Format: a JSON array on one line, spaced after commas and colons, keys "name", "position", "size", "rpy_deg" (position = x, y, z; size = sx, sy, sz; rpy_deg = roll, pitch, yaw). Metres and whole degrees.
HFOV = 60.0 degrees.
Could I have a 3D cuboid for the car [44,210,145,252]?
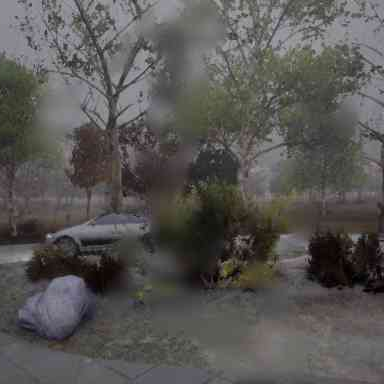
[{"name": "car", "position": [-2.740, 1.332, 11.272], "size": [4.181, 1.385, 1.994], "rpy_deg": [-2, 0, -6]}]
